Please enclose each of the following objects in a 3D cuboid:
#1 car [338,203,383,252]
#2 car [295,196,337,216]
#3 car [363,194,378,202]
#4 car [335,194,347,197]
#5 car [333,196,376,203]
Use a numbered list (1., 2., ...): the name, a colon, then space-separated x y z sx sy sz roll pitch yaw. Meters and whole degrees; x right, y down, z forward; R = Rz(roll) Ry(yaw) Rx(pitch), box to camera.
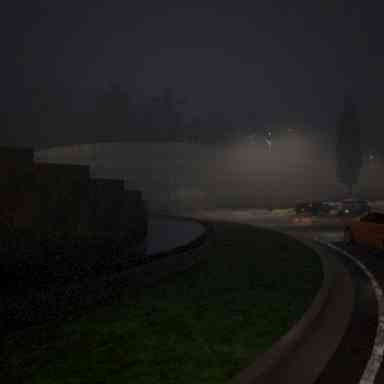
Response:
1. car: 7.334 1.382 12.162 1.882 1.535 5.008 -1 0 3
2. car: 11.411 1.357 31.237 2.128 1.511 4.902 -1 0 41
3. car: 31.536 1.155 59.491 4.892 1.490 1.837 -1 0 -40
4. car: 26.671 1.182 59.964 4.902 1.511 2.128 -1 0 -40
5. car: 14.387 1.341 29.348 1.812 1.442 4.674 -2 -1 41
